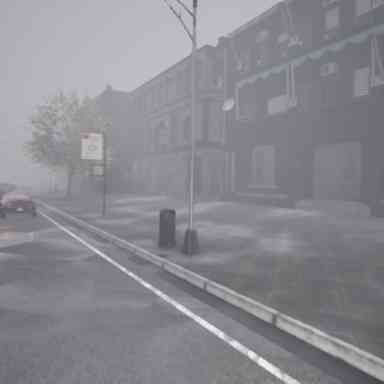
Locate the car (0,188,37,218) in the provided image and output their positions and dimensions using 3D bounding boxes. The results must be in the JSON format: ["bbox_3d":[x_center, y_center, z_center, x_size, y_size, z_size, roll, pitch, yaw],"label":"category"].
[{"bbox_3d":[-10.707,0.700,20.421,1.812,1.442,4.674,0,2,-31],"label":"car"}]

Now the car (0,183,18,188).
[{"bbox_3d":[-19.255,-0.163,34.434,2.097,1.767,4.553,0,2,-31],"label":"car"}]
